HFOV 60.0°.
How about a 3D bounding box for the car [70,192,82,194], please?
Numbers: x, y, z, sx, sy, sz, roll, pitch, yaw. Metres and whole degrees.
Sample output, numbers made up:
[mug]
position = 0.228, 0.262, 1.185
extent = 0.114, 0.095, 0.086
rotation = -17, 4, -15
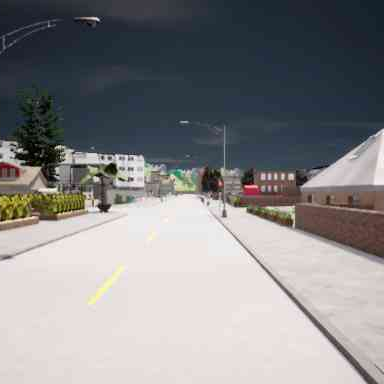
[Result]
[car]
position = -19.758, 0.947, 55.039
extent = 1.905, 1.878, 3.866
rotation = 0, 0, 35
